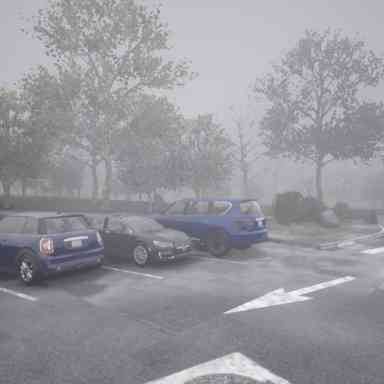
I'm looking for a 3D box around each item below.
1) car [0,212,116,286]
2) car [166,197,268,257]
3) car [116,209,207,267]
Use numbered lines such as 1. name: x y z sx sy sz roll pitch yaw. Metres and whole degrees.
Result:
1. car: -4.679 1.360 9.646 4.553 1.767 2.185 -1 0 34
2. car: 0.188 1.235 13.186 5.566 2.045 2.435 -1 -1 34
3. car: -2.246 1.487 11.426 4.892 1.521 2.231 -1 -1 34
